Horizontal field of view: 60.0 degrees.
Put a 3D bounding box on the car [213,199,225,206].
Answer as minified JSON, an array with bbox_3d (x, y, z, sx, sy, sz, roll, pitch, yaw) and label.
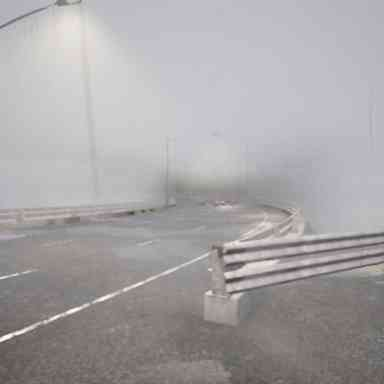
[{"bbox_3d":[4.979,2.004,62.582,1.895,1.301,4.718,1,0,-2],"label":"car"}]

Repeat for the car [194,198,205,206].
[{"bbox_3d":[1.472,1.927,63.702,2.033,1.411,5.357,1,0,-3],"label":"car"}]
